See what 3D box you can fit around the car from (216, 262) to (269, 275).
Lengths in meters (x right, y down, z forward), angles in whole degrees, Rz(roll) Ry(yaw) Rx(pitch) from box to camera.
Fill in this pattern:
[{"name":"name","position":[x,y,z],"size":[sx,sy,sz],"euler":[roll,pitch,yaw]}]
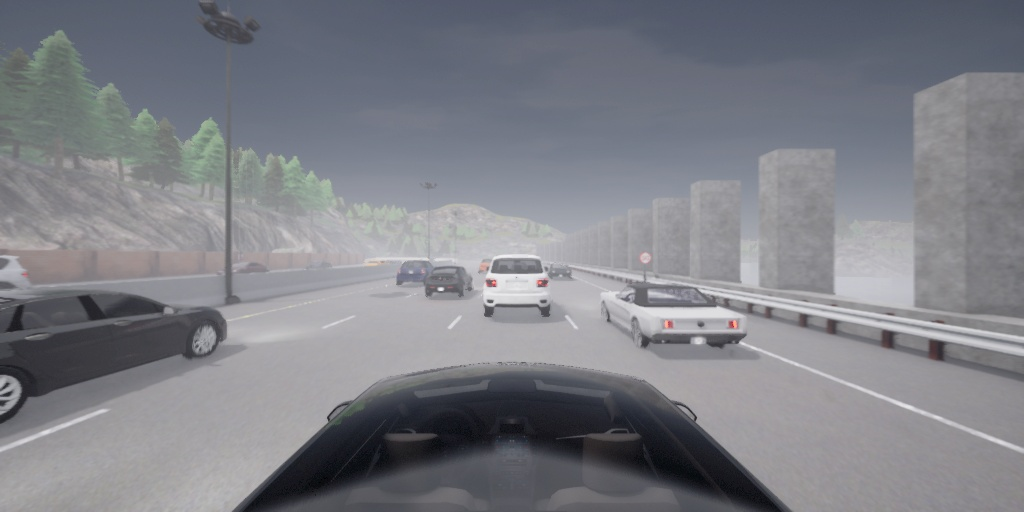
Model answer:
[{"name":"car","position":[-24.073,1.238,32.301],"size":[1.812,1.442,4.674],"euler":[0,0,1]}]

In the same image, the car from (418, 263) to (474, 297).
[{"name":"car","position":[-3.191,1.243,18.786],"size":[1.837,1.490,4.892],"euler":[0,0,1]}]

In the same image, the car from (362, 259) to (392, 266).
[{"name":"car","position":[-16.870,1.189,44.300],"size":[1.882,1.535,5.008],"euler":[0,0,0]}]

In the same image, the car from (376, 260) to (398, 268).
[{"name":"car","position":[-20.383,1.300,58.562],"size":[1.895,1.301,4.718],"euler":[0,0,0]}]

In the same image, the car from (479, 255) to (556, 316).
[{"name":"car","position":[0.193,0.966,13.407],"size":[2.150,2.045,5.566],"euler":[0,0,1]}]

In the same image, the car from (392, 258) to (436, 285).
[{"name":"car","position":[-6.533,1.082,25.491],"size":[2.097,1.767,4.553],"euler":[0,0,1]}]

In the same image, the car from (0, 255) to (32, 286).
[{"name":"car","position":[-21.030,0.950,12.454],"size":[2.150,2.045,5.566],"euler":[0,0,1]}]

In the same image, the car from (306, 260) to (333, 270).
[{"name":"car","position":[-27.327,1.262,50.942],"size":[1.994,1.385,4.181],"euler":[0,0,0]}]

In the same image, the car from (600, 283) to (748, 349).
[{"name":"car","position":[3.634,1.349,9.159],"size":[1.895,1.301,4.718],"euler":[0,0,1]}]

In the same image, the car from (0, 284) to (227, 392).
[{"name":"car","position":[-6.893,1.249,5.507],"size":[1.837,1.490,4.892],"euler":[0,0,0]}]

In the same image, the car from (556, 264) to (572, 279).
[{"name":"car","position":[4.133,1.335,32.197],"size":[1.895,1.301,4.718],"euler":[0,0,1]}]

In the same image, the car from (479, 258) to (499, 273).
[{"name":"car","position":[-2.702,1.074,42.695],"size":[2.097,1.767,4.553],"euler":[0,0,0]}]
